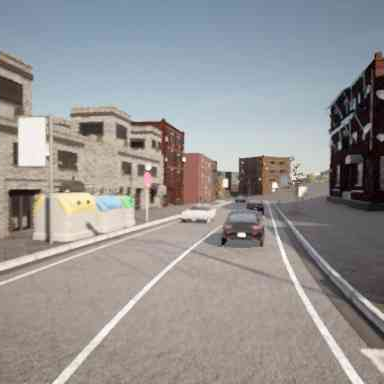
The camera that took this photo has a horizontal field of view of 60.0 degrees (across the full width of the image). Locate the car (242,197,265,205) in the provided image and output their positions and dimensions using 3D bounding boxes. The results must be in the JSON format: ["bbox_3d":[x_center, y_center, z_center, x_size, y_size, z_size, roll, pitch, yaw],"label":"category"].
[{"bbox_3d":[6.740,1.517,35.553,1.882,1.535,5.008,1,0,12],"label":"car"}]

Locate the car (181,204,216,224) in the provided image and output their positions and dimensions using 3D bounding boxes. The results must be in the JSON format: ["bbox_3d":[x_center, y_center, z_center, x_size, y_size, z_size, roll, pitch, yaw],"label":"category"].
[{"bbox_3d":[0.572,1.579,24.641,1.895,1.301,4.718,1,0,12],"label":"car"}]

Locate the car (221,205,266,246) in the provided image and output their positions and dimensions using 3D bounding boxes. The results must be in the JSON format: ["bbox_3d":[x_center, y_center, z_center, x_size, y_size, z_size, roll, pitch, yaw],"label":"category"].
[{"bbox_3d":[2.418,1.541,15.450,1.812,1.442,4.674,1,0,11],"label":"car"}]

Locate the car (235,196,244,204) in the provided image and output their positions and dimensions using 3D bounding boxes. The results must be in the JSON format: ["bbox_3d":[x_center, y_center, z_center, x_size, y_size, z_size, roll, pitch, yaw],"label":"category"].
[{"bbox_3d":[9.515,1.502,65.249,1.882,1.535,5.008,1,0,13],"label":"car"}]
